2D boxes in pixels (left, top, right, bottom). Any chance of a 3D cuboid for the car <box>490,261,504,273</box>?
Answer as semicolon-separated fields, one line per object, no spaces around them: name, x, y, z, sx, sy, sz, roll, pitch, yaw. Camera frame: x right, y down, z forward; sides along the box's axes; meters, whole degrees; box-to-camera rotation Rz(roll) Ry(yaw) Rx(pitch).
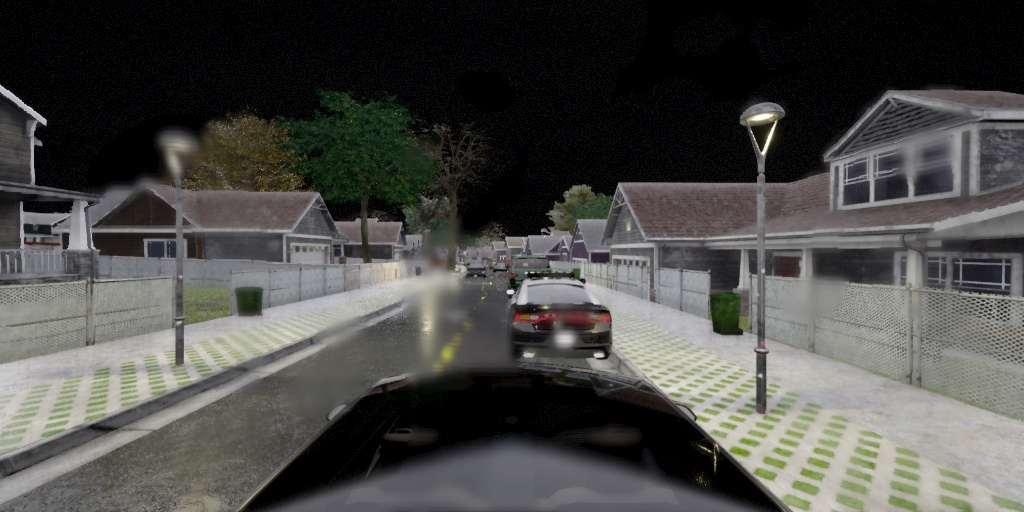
car;-1.507;1.476;47.472;1.994;1.385;4.181;0;0;-4

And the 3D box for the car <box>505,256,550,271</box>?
car;0.847;1.000;18.479;2.150;2.045;5.566;0;0;-1

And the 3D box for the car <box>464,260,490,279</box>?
car;-3.339;1.376;34.040;2.033;1.411;5.357;0;0;-3

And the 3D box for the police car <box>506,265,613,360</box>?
police car;0.899;1.180;8.505;1.930;1.638;5.238;0;0;0

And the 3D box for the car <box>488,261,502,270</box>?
car;-2.944;1.595;61.334;2.033;1.411;5.357;0;-1;-8
